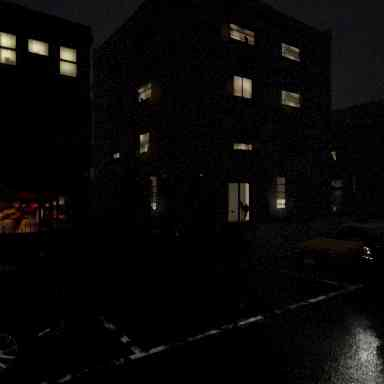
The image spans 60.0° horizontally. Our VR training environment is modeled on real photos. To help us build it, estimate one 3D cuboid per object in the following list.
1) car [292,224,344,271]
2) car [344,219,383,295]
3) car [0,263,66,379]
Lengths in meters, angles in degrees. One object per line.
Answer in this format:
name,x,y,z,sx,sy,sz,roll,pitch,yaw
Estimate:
car,5.048,1.526,10.170,4.829,1.417,1.752,0,0,-36
car,6.067,1.222,7.588,5.566,2.045,2.150,0,0,-36
car,-3.804,1.551,3.848,4.403,1.369,2.008,0,0,-36
